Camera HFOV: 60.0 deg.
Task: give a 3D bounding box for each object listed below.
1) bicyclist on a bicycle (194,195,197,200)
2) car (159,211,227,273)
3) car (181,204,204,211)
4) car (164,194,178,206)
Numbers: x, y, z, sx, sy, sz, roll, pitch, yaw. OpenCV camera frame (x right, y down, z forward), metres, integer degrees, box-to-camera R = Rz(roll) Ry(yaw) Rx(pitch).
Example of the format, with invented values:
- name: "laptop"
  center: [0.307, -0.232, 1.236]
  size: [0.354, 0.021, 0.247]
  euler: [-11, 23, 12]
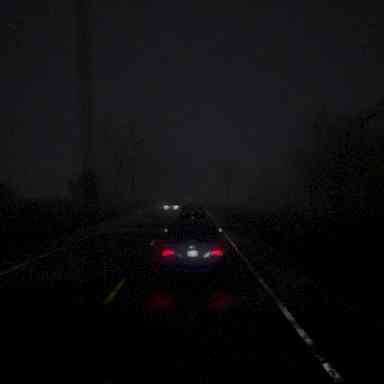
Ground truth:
- name: "bicyclist on a bicycle"
  center: [1.061, 1.600, 87.642]
  size: [0.582, 1.620, 1.656]
  euler: [0, 0, 0]
- name: "car"
  center: [0.034, 1.555, 10.645]
  size: [2.033, 1.411, 5.357]
  euler: [0, 0, 1]
- name: "car"
  center: [0.071, 1.627, 27.197]
  size: [1.895, 1.301, 4.718]
  euler: [0, 0, 1]
- name: "car"
  center: [-3.492, 1.295, 57.142]
  size: [2.150, 2.045, 5.566]
  euler: [0, 0, 1]
